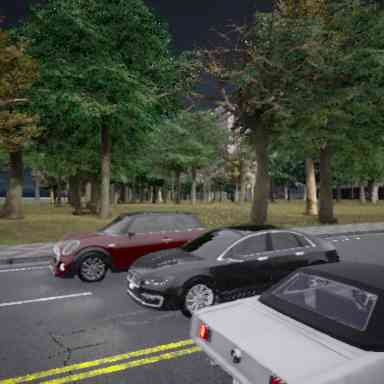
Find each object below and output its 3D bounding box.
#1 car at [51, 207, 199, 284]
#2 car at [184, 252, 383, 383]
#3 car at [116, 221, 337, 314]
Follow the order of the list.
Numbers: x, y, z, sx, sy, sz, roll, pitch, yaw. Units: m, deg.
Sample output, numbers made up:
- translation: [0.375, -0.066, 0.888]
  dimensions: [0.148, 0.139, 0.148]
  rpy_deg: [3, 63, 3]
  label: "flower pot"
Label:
- translation: [-1.606, 1.353, 9.621]
  dimensions: [4.553, 1.767, 2.097]
  rpy_deg: [0, 0, -26]
  label: "car"
- translation: [2.468, 1.602, 4.163]
  dimensions: [4.718, 1.301, 1.895]
  rpy_deg: [0, 0, -26]
  label: "car"
- translation: [1.047, 1.506, 7.309]
  dimensions: [4.892, 1.490, 1.837]
  rpy_deg: [0, 0, -26]
  label: "car"
